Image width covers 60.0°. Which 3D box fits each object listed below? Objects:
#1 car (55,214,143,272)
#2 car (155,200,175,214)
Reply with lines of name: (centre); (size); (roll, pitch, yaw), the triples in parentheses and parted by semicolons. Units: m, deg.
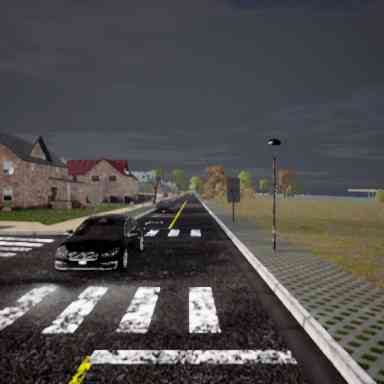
car: (-2.740, 1.520, 10.761); (1.837, 1.490, 4.892); (0, 0, 0)
car: (-2.729, 1.502, 34.656); (2.033, 1.411, 5.357); (0, 0, 0)
